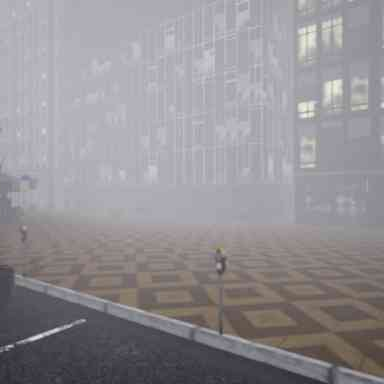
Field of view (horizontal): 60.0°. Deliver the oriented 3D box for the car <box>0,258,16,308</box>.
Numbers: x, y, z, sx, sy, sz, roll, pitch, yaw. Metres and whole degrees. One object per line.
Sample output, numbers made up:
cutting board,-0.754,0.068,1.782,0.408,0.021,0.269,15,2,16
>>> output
car,-5.181,1.566,6.578,4.313,1.339,1.947,0,0,36
